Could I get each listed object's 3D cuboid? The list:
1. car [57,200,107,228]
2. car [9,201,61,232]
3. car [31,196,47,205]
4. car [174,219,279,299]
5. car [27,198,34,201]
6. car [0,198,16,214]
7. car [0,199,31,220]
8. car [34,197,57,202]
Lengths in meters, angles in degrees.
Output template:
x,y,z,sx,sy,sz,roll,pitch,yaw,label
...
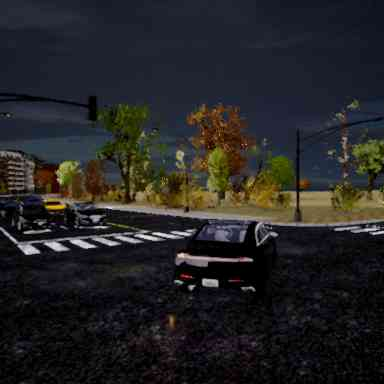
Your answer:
x,y,z,sx,sy,sz,roll,pitch,yaw,label
-7.295,1.473,22.536,2.128,1.511,4.902,-1,0,-34,car
-9.743,1.522,20.360,1.837,1.490,4.892,-1,0,-34,car
-27.304,1.533,59.212,2.033,1.411,5.357,-1,0,-31,car
1.069,1.444,8.445,2.128,1.511,4.902,0,0,17,car
-18.570,1.488,39.190,1.882,1.535,5.008,-1,0,-34,car
-21.068,1.538,37.070,2.128,1.511,4.902,-1,0,-34,car
-15.342,1.597,28.543,1.994,1.385,4.181,-1,0,-35,car
-12.912,1.475,30.752,1.882,1.535,5.008,-1,0,-34,car
